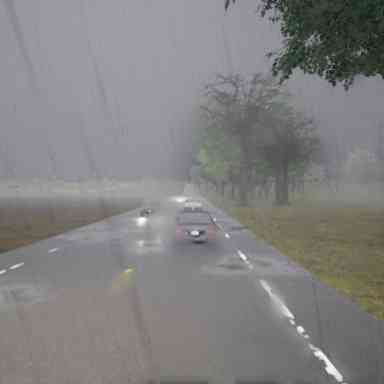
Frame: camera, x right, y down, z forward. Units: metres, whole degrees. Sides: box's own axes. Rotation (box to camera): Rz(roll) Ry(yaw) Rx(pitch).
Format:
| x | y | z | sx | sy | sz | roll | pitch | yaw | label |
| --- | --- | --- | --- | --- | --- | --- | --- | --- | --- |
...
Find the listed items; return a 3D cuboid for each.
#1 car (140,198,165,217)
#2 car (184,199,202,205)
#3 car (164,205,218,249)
| x | y | z | sx | sy | sz | roll | pitch | yaw | label |
| --- | --- | --- | --- | --- | --- | --- | --- | --- | --- |
| -3.501 | 1.362 | 30.072 | 1.837 | 1.490 | 4.892 | 0 | 0 | 0 | car |
| 0.102 | 1.402 | 37.523 | 1.895 | 1.301 | 4.718 | 0 | 0 | 0 | car |
| 0.102 | 1.495 | 14.350 | 2.033 | 1.411 | 5.357 | 0 | 0 | 0 | car |
